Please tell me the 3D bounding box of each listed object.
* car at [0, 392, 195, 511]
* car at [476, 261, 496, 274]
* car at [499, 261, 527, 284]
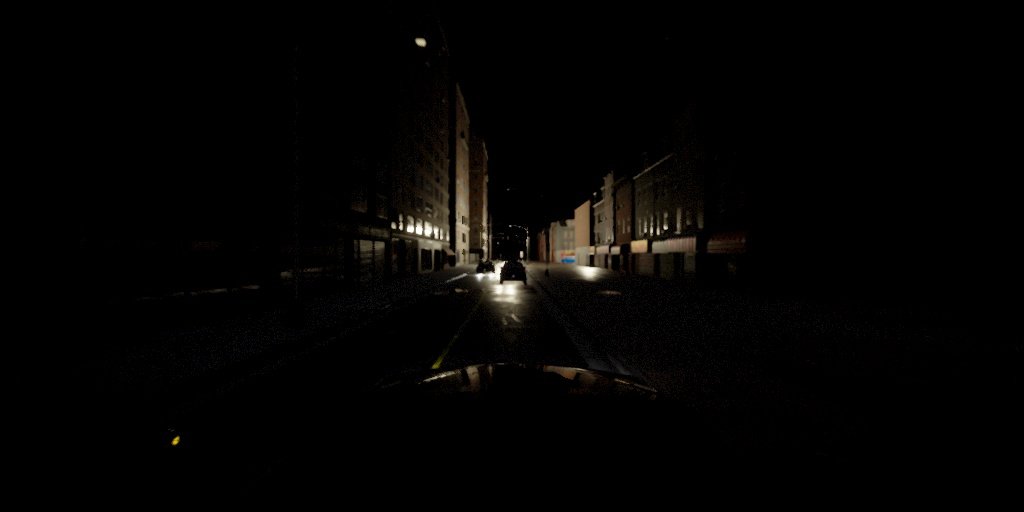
[{"bbox_3d":[-2.853,1.279,0.297,1.812,1.442,4.674,0,0,0],"label":"car"},{"bbox_3d":[-2.834,1.234,39.496,1.994,1.385,4.181,0,0,0],"label":"car"},{"bbox_3d":[0.087,1.163,26.145,1.882,1.535,5.008,0,0,0],"label":"car"}]
